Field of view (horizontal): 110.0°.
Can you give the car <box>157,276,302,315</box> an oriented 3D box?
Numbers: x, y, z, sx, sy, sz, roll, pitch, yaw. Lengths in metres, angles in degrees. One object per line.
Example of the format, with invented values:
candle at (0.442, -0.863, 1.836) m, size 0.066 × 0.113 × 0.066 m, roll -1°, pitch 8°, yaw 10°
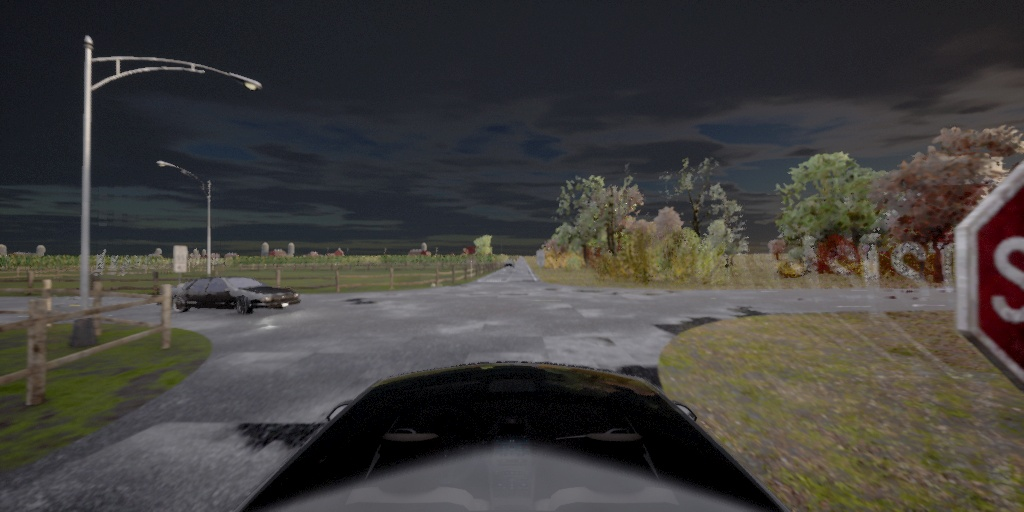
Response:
car at (-11.319, 1.511, 14.360) m, size 5.357 × 1.411 × 2.033 m, roll -1°, pitch -1°, yaw 12°
